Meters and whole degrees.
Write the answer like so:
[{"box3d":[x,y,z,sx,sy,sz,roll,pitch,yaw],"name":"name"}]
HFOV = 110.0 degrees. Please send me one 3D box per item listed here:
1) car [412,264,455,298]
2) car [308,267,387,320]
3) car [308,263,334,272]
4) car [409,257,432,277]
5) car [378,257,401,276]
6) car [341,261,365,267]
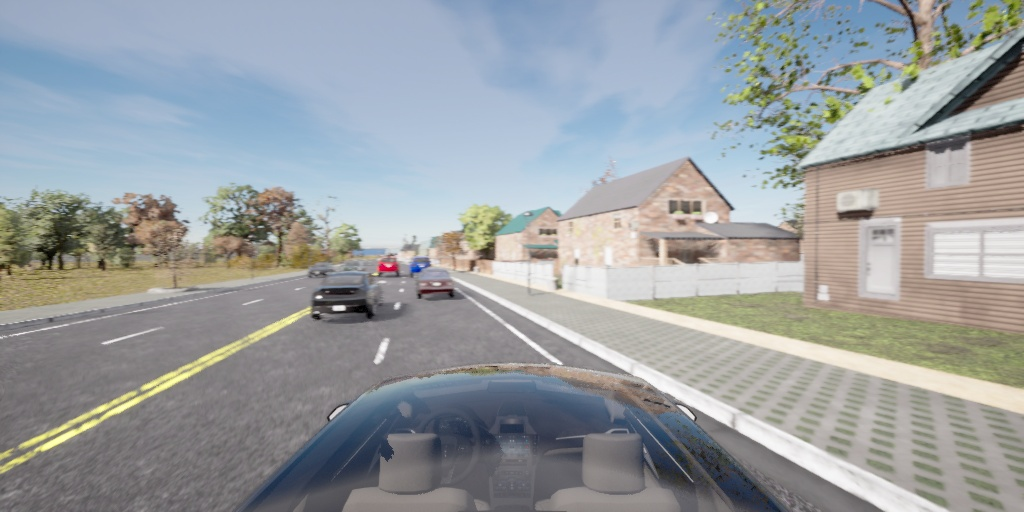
[{"box3d":[-4.153,1.354,19.095,2.033,1.411,5.357,-1,0,-15],"name":"car"},{"box3d":[-5.817,1.320,13.061,1.837,1.490,4.892,0,0,-15],"name":"car"},{"box3d":[-19.902,1.484,37.600,1.837,1.490,4.892,-1,-1,-17],"name":"car"},{"box3d":[-9.597,1.101,37.733,2.150,2.045,5.566,-1,0,-17],"name":"car"},{"box3d":[-13.443,1.137,39.321,2.150,2.045,5.566,0,0,-17],"name":"car"},{"box3d":[-16.260,1.293,36.761,2.097,1.767,4.553,-1,0,-17],"name":"car"}]
